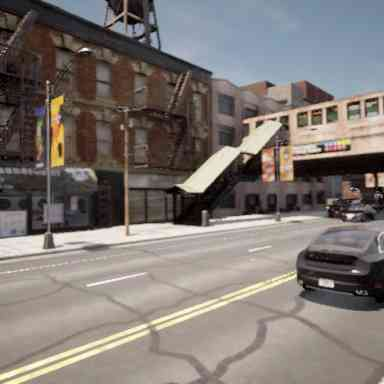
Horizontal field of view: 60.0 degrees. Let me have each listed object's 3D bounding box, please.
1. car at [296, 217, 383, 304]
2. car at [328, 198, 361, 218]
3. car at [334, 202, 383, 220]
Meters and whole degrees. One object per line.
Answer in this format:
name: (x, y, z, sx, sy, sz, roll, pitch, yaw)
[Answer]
car: (4.432, 1.624, 8.565, 1.837, 1.490, 4.892, -2, -2, 44)
car: (16.622, 1.727, 35.802, 2.435, 2.045, 5.566, -2, -2, 44)
car: (15.046, 1.892, 29.900, 2.128, 1.511, 4.902, -2, -2, 44)
